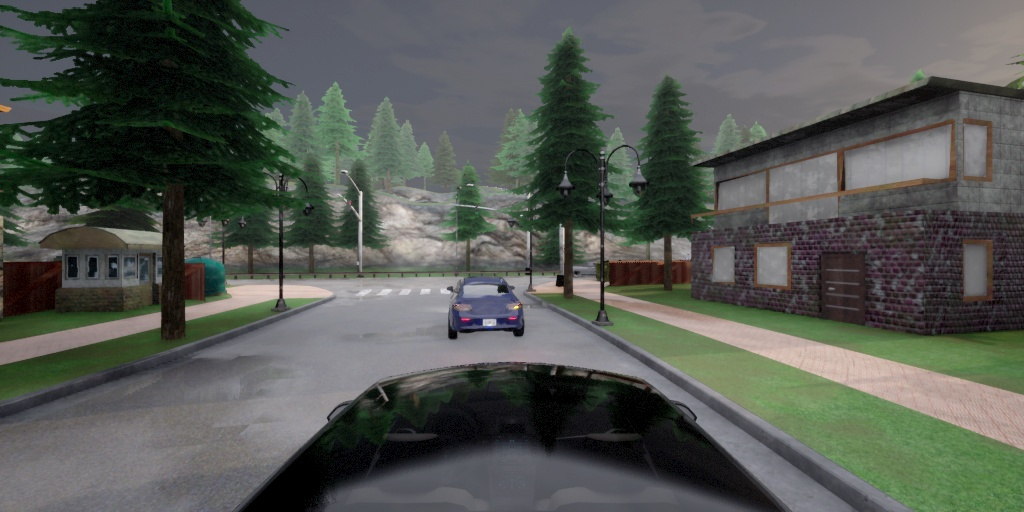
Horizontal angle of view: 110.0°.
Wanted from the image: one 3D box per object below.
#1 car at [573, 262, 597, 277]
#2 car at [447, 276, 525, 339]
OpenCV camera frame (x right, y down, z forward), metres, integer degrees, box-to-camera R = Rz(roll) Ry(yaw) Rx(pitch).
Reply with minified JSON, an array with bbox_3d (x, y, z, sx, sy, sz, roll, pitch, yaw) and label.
[{"bbox_3d":[6.880,1.193,32.181,4.718,1.301,1.895,0,0,-12],"label":"car"},{"bbox_3d":[-0.832,1.276,10.050,1.812,1.442,4.674,0,0,-9],"label":"car"}]
